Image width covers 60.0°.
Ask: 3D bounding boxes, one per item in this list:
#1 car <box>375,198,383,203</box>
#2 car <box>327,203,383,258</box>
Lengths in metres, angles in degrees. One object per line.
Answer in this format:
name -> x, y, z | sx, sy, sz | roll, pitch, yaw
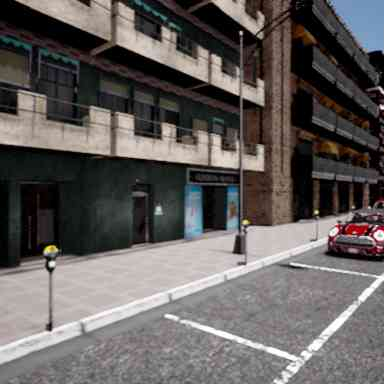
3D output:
car -> 10.154, 1.259, 16.758 | 2.192, 1.841, 5.009 | 0, 0, 40
car -> 6.553, 1.399, 12.422 | 1.967, 1.590, 4.097 | 0, 0, 40
